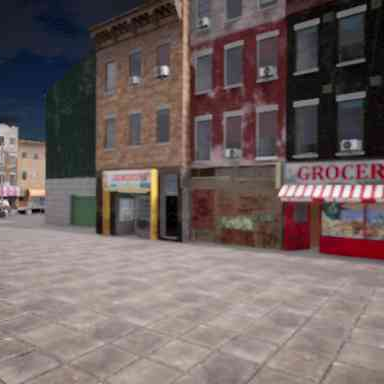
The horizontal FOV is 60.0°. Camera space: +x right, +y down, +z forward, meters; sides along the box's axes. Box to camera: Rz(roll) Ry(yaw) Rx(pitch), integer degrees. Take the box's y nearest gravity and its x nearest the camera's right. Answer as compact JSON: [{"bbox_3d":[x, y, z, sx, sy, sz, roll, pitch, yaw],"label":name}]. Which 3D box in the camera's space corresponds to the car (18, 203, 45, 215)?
[{"bbox_3d":[-19.204,2.036,41.168,1.947,1.339,4.313,0,-1,36],"label":"car"}]

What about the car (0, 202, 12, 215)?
[{"bbox_3d":[-22.361,1.848,36.747,1.967,1.590,4.097,0,-1,36],"label":"car"}]
